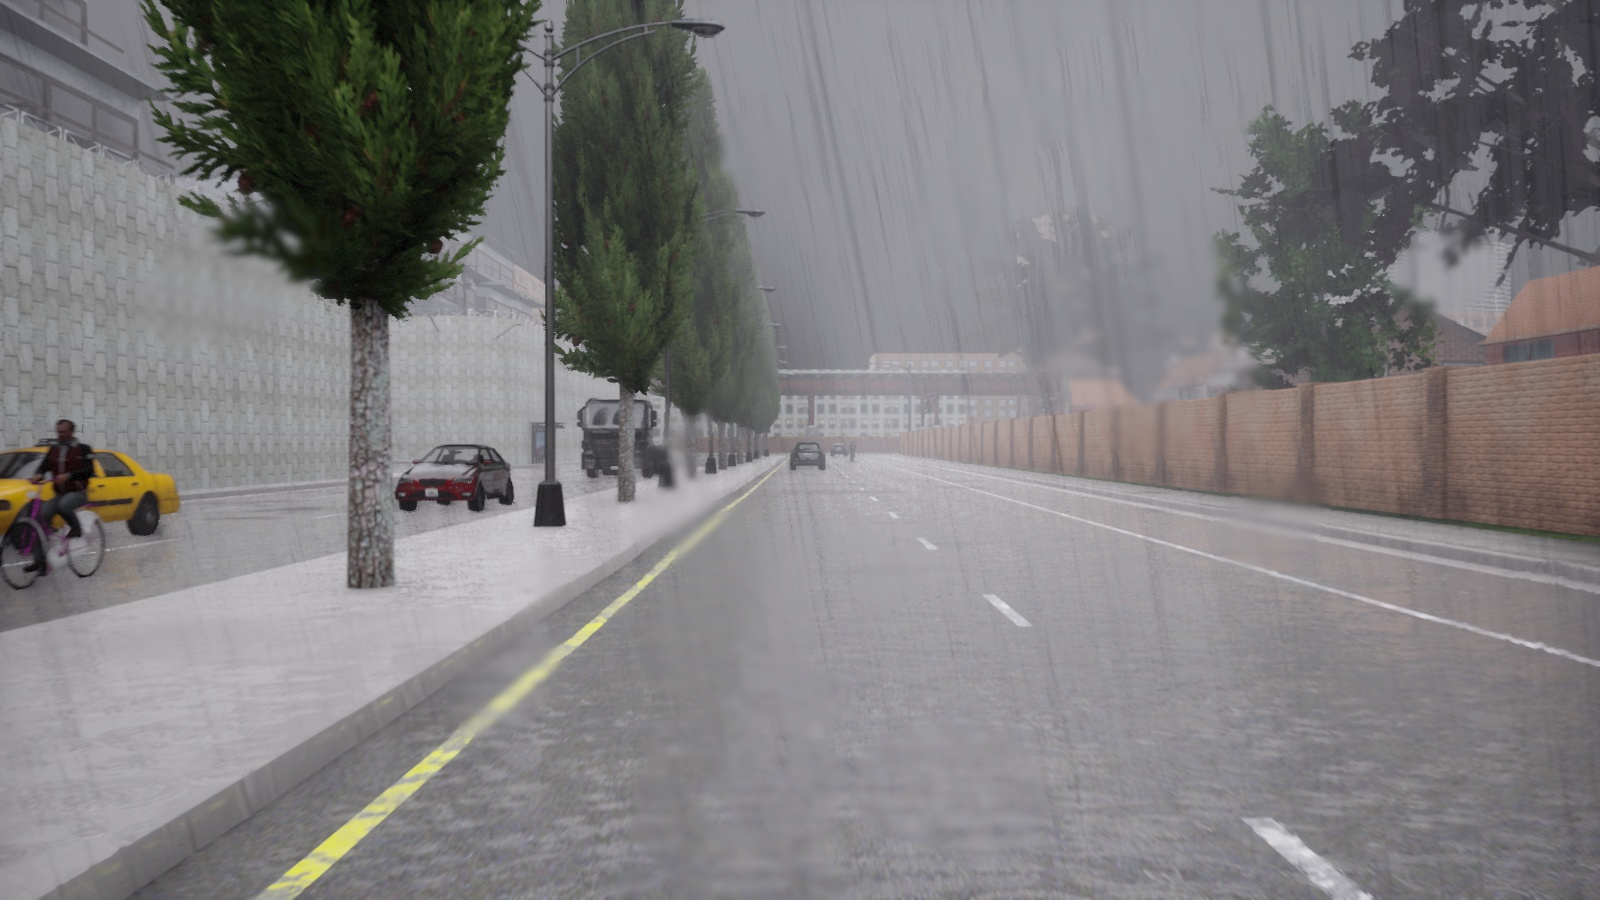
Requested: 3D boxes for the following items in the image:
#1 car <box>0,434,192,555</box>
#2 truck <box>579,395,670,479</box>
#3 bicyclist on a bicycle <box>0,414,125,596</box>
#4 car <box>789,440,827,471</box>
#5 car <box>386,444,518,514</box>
[{"bbox_3d":[-11.377,0.570,18.928,1.801,1.575,5.366,0,0,0],"label":"car"},{"bbox_3d":[-7.666,-0.559,55.844,2.891,3.462,7.936,0,0,0],"label":"truck"},{"bbox_3d":[-7.910,0.536,13.163,0.659,1.776,1.843,0,0,0],"label":"bicyclist on a bicycle"},{"bbox_3d":[0.416,0.279,70.679,2.033,1.649,4.856,0,0,0],"label":"car"},{"bbox_3d":[-7.822,0.593,28.612,1.816,1.474,4.193,0,0,0],"label":"car"}]
